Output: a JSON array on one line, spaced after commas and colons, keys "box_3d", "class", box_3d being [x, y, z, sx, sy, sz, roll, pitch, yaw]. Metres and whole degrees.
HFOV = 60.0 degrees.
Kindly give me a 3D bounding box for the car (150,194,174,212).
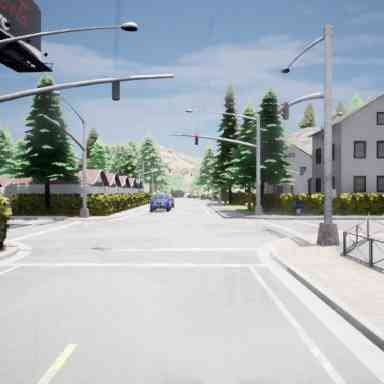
[{"box_3d": [-3.612, 1.221, 39.025, 2.150, 2.045, 5.566, 0, 0, 0], "class": "car"}]
